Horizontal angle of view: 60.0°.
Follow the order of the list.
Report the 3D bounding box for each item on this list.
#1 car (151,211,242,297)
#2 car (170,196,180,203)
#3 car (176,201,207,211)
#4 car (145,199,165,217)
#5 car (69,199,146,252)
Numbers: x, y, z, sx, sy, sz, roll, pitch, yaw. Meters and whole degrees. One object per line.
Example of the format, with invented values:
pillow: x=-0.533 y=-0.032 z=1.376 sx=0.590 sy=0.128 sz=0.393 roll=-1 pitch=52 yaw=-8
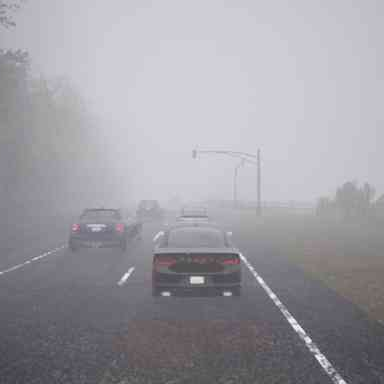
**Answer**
car: x=0.091 y=1.480 z=8.630 sx=1.882 sy=1.535 sz=5.008 roll=0 pitch=0 yaw=0
car: x=-3.478 y=1.509 z=66.723 sx=1.837 sy=1.490 sz=4.892 roll=0 pitch=0 yaw=0
car: x=0.090 y=1.496 z=18.125 sx=2.128 sy=1.511 sz=4.902 roll=0 pitch=0 yaw=0
car: x=-3.432 y=1.357 z=28.010 sx=2.097 sy=1.767 sz=4.553 roll=0 pitch=0 yaw=0
car: x=-3.415 y=1.356 z=13.986 sx=2.097 sy=1.767 sz=4.553 roll=0 pitch=0 yaw=0
